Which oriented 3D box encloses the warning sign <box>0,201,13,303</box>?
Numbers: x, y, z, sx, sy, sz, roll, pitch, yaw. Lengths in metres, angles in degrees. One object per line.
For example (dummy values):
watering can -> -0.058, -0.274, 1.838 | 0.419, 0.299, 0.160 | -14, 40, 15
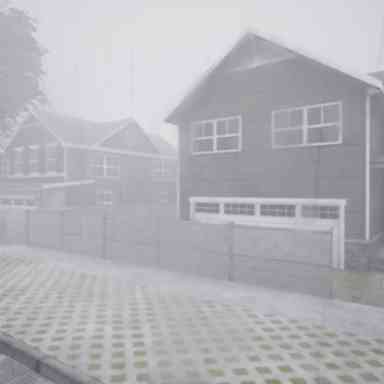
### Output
warning sign -> -4.211, 1.115, 6.082 | 1.060, 1.860, 1.300 | 0, 0, 36
